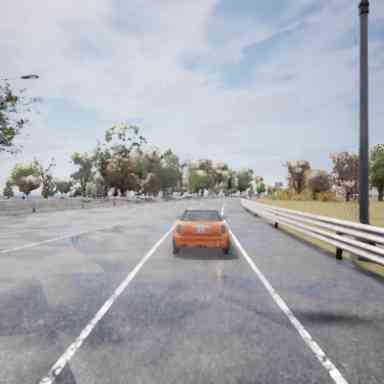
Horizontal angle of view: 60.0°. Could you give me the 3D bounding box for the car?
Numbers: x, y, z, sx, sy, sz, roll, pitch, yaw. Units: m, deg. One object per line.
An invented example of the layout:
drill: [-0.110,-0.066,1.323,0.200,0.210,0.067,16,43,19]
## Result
car: [0.387,1.392,13.955,2.097,1.767,4.553,0,0,2]
